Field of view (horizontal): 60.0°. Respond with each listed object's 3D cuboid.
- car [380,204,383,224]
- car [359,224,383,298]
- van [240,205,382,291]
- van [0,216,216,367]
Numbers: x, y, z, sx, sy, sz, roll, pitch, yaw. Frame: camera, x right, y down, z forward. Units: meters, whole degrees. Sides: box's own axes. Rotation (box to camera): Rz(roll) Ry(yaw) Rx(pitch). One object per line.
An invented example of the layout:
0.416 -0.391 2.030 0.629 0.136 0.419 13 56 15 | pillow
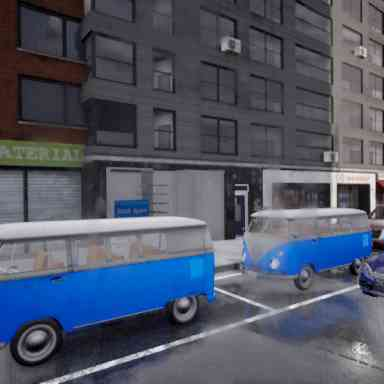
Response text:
7.619 1.307 11.968 5.009 1.841 2.192 0 -1 -35 | car
5.601 1.521 7.367 4.674 1.442 1.812 0 0 -35 | car
3.069 1.337 8.727 3.998 1.788 1.690 0 -1 -35 | van
-1.481 1.340 5.487 3.998 1.788 1.690 0 -1 -35 | van
